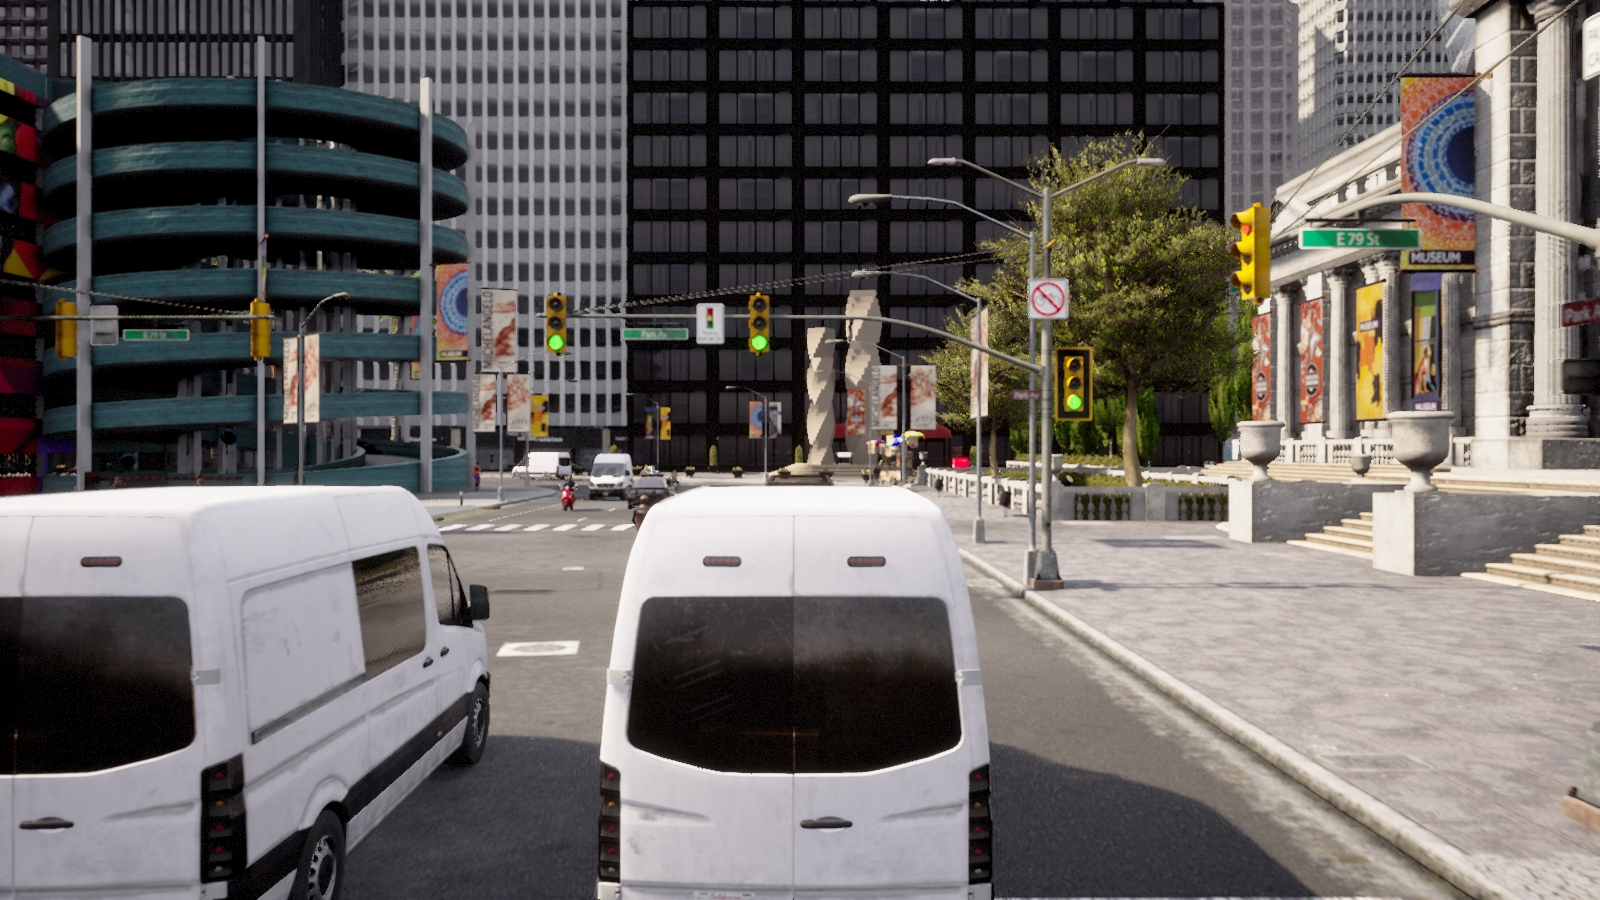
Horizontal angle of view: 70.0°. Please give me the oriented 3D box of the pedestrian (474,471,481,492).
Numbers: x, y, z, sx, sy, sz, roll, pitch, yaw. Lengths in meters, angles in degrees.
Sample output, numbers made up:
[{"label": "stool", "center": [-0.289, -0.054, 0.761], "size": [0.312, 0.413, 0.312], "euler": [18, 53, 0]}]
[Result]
[{"label": "pedestrian", "center": [-20.052, 1.944, 70.986], "size": [0.375, 1.300, 0.375], "euler": [0, 0, -11]}]

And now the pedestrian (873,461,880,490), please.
[{"label": "pedestrian", "center": [4.955, 1.663, 74.124], "size": [0.375, 1.860, 0.375], "euler": [0, 0, -20]}]

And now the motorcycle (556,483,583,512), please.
[{"label": "motorcycle", "center": [-10.522, 2.158, 52.135], "size": [0.856, 1.236, 1.805], "euler": [0, 0, 0]}]

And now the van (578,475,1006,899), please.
[{"label": "van", "center": [-0.014, 1.530, 8.278], "size": [1.988, 2.561, 5.915], "euler": [0, 0, 0]}]

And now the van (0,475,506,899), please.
[{"label": "van", "center": [-3.782, 1.530, 8.262], "size": [1.988, 2.561, 5.915], "euler": [0, 0, -2]}]

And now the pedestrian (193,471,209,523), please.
[{"label": "pedestrian", "center": [-21.513, 1.680, 41.062], "size": [0.375, 1.860, 0.375], "euler": [0, 0, 0]}]

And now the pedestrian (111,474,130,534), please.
[{"label": "pedestrian", "center": [-21.240, 1.680, 35.696], "size": [0.375, 1.860, 0.375], "euler": [0, 0, -1]}]

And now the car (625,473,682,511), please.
[{"label": "car", "center": [-6.942, 1.957, 54.503], "size": [2.097, 1.638, 5.238], "euler": [0, 0, -1]}]

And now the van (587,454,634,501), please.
[{"label": "van", "center": [-10.680, 1.505, 64.794], "size": [1.988, 2.561, 5.915], "euler": [0, 0, -3]}]

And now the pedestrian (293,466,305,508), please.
[{"label": "pedestrian", "center": [-22.668, 1.672, 51.717], "size": [0.375, 1.860, 0.375], "euler": [0, 0, 4]}]

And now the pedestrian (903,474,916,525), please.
[{"label": "pedestrian", "center": [4.043, 1.825, 42.107], "size": [0.375, 1.860, 0.375], "euler": [0, 0, -19]}]
